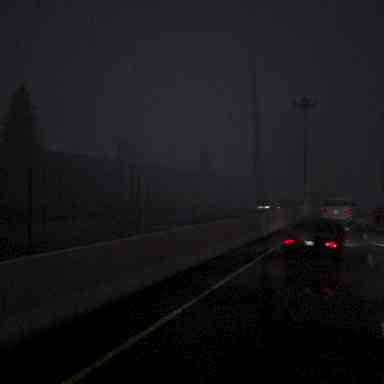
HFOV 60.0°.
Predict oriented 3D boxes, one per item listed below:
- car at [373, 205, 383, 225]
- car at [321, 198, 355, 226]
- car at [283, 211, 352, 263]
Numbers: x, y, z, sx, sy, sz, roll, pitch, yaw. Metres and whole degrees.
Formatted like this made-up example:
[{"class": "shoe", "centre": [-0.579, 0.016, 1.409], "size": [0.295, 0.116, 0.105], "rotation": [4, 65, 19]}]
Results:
[{"class": "car", "centre": [15.326, 1.763, 25.993], "size": [1.882, 1.535, 5.008], "rotation": [0, 0, 27]}, {"class": "car", "centre": [11.436, 1.474, 26.052], "size": [2.150, 2.045, 5.566], "rotation": [0, 0, 26]}, {"class": "car", "centre": [4.764, 1.660, 12.552], "size": [2.033, 1.411, 5.357], "rotation": [0, 0, 27]}]
